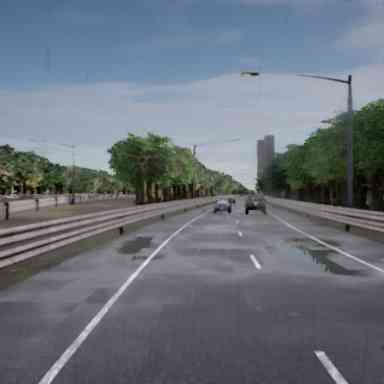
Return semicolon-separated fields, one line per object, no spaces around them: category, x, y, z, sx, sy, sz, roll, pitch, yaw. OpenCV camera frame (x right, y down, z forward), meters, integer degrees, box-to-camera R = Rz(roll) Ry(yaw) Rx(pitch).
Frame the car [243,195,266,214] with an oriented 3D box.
car;6.759;1.282;35.753;2.150;2.045;5.566;0;0;9

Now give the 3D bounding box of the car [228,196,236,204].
car;7.601;1.621;65.111;1.837;1.490;4.892;0;-1;8

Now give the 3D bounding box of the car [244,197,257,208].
car;9.184;1.575;52.323;1.882;1.535;5.008;0;0;9

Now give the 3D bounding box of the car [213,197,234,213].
car;3.530;1.574;37.731;1.812;1.442;4.674;0;0;9
